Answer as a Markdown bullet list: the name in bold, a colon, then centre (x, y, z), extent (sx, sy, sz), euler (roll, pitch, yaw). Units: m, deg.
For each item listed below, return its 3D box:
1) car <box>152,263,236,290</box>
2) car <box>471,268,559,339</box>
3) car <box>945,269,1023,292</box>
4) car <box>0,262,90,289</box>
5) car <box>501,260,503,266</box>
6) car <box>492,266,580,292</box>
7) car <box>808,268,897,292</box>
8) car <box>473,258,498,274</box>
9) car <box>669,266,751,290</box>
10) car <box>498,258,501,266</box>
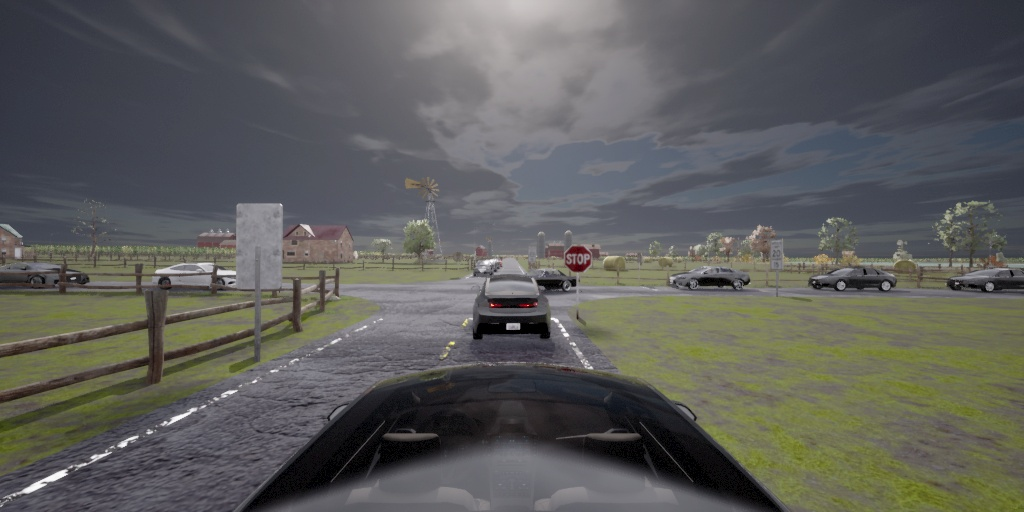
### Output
- **car**: centre (-17.244, 1.103, 20.010), extent (4.674, 1.442, 1.812), euler (1, -1, -1)
- **car**: centre (-0.074, 1.256, 10.054), extent (1.837, 1.490, 4.892), euler (0, 0, -2)
- **car**: centre (31.702, 1.587, 23.622), extent (4.892, 1.490, 1.837), euler (1, -1, -1)
- **car**: centre (-26.364, 1.048, 19.888), extent (4.181, 1.385, 1.994), euler (1, -1, -1)
- **car**: centre (-2.823, 1.240, 55.729), extent (2.128, 1.511, 4.902), euler (0, 0, 0)
- **car**: centre (1.499, 1.369, 20.100), extent (4.718, 1.301, 1.895), euler (1, 0, -35)
- **car**: centre (22.199, 1.499, 23.501), extent (4.892, 1.490, 1.837), euler (1, -1, -1)
- **car**: centre (-2.861, 1.243, 36.741), extent (2.128, 1.511, 4.902), euler (0, 0, 0)
- **car**: centre (12.797, 1.397, 23.329), extent (4.902, 1.511, 2.128), euler (1, -1, -2)
- **car**: centre (-2.854, 1.241, 46.187), extent (2.128, 1.511, 4.902), euler (0, 0, 0)
